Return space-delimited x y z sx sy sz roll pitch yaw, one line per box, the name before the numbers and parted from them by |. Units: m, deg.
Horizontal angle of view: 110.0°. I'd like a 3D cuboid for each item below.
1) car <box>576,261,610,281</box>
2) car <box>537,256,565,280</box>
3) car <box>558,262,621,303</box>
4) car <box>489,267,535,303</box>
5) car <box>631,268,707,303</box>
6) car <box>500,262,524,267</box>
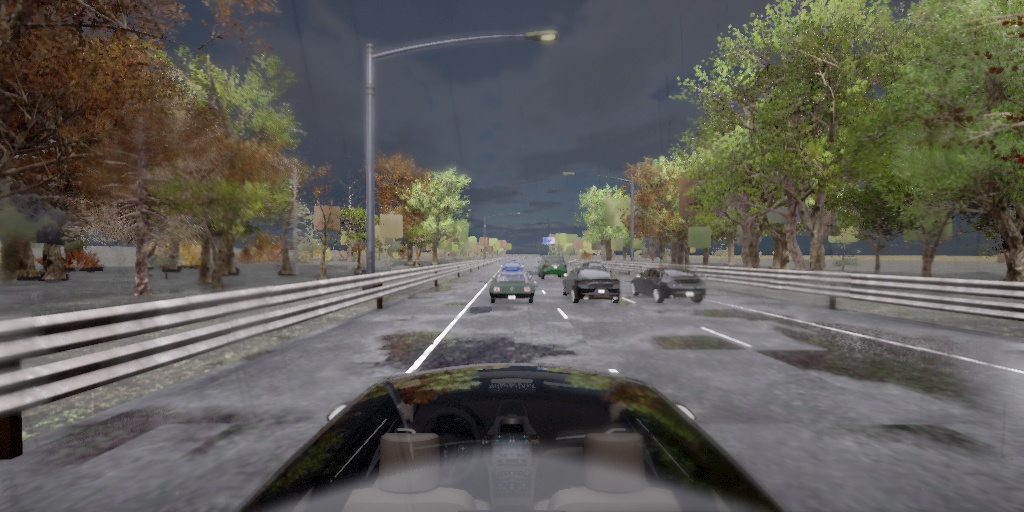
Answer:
car | 7.000 1.257 31.500 1.837 1.490 4.892 0 0 0
car | 3.500 0.998 31.530 2.150 2.045 5.566 0 0 0
car | 3.500 1.231 16.500 1.882 1.535 5.008 0 0 0
car | 0.000 1.362 16.530 1.895 1.301 4.718 0 0 0
car | 7.000 1.263 16.500 1.837 1.490 4.892 0 0 0
car | 0.000 1.225 31.500 1.882 1.535 5.008 0 0 0
